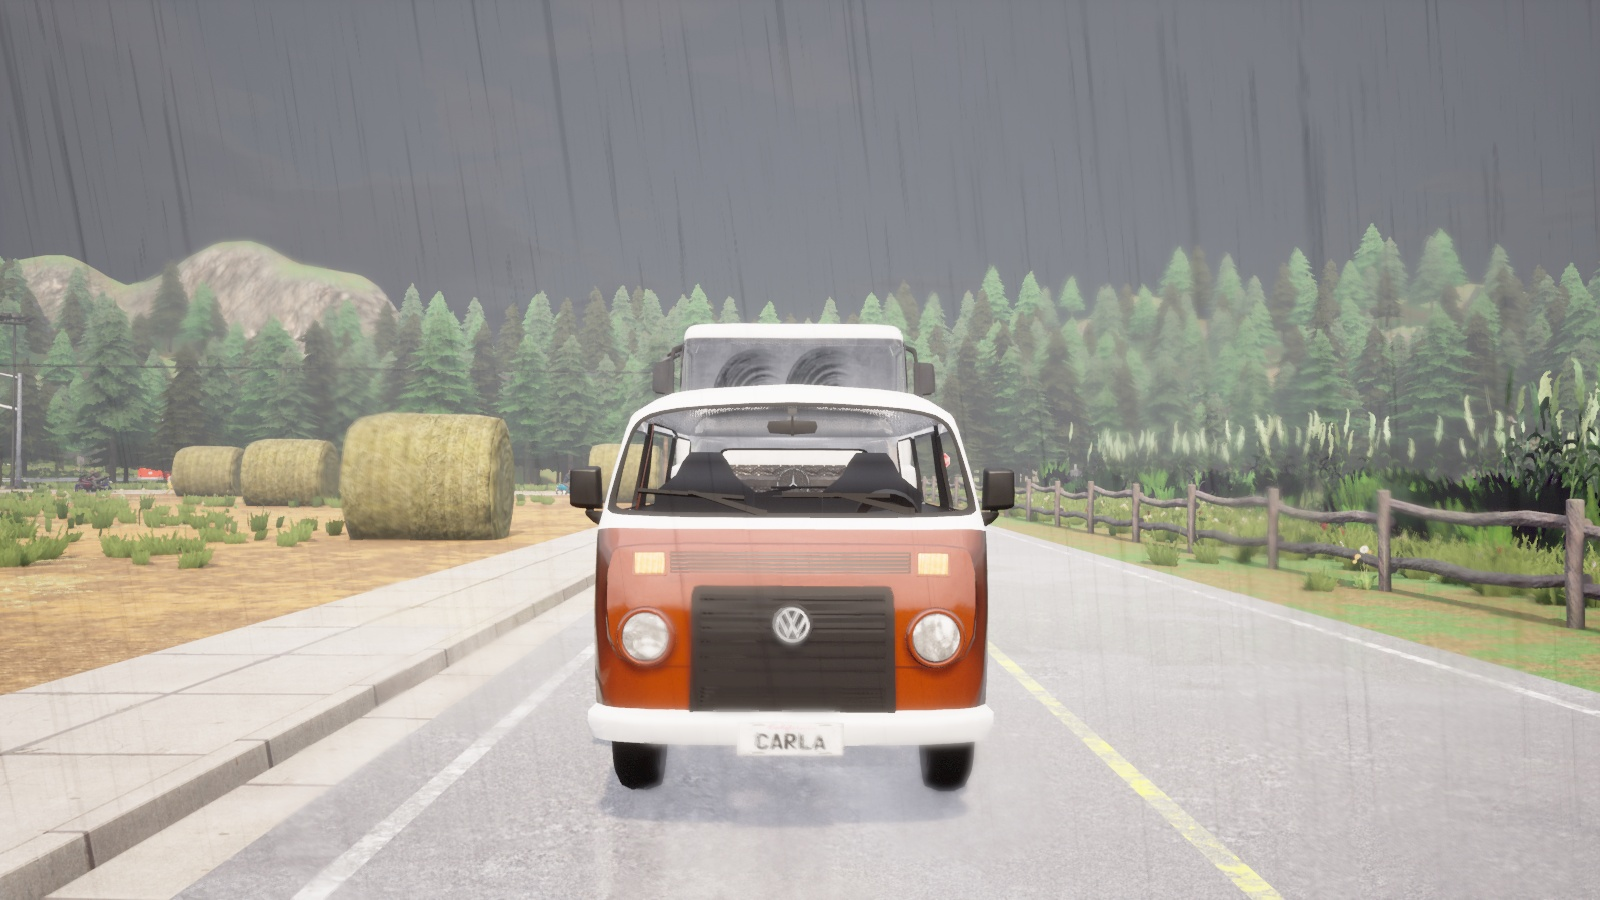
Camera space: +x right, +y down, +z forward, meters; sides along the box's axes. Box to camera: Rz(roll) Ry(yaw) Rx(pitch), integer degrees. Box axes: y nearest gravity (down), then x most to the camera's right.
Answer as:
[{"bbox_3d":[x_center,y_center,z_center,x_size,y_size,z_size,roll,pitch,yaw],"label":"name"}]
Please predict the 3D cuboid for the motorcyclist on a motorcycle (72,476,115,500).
[{"bbox_3d":[-44.225,2.378,78.594,2.191,1.530,0.866,0,-1,-3],"label":"motorcyclist on a motorcycle"}]

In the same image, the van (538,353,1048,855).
[{"bbox_3d":[-0.037,0.662,7.364,2.069,2.038,4.480,0,-1,0],"label":"van"}]

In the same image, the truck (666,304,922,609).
[{"bbox_3d":[-0.089,0.139,18.252,2.891,3.462,7.936,0,-1,0],"label":"truck"}]
